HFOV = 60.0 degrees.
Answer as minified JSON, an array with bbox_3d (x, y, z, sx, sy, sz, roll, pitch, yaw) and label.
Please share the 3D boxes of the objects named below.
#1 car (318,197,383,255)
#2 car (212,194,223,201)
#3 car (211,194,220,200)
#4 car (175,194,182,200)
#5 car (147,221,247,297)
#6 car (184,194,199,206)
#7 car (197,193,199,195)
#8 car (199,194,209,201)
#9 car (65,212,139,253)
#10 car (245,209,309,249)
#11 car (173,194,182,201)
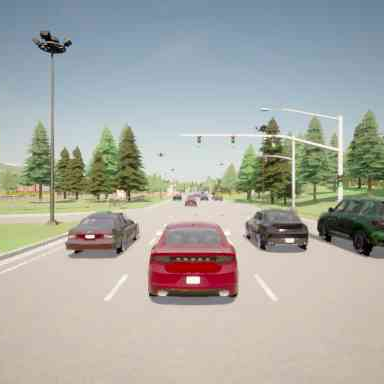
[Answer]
[{"bbox_3d":[7.051,1.222,13.473,2.150,2.045,5.566,0,0,0],"label":"car"},{"bbox_3d":[6.709,1.517,83.867,2.128,1.511,4.902,0,0,0],"label":"car"},{"bbox_3d":[6.673,1.372,94.287,2.033,1.411,5.357,0,0,0],"label":"car"},{"bbox_3d":[-3.827,1.310,94.250,1.882,1.535,5.008,0,0,0],"label":"car"},{"bbox_3d":[0.033,1.478,8.628,1.882,1.535,5.008,0,0,0],"label":"car"},{"bbox_3d":[-0.184,1.525,53.230,1.812,1.442,4.674,0,0,0],"label":"car"},{"bbox_3d":[3.173,1.357,94.275,2.128,1.511,4.902,0,0,0],"label":"car"},{"bbox_3d":[3.208,1.516,84.272,1.812,1.442,4.674,0,0,0],"label":"car"},{"bbox_3d":[-3.446,1.547,13.688,2.033,1.411,5.357,0,0,0],"label":"car"},{"bbox_3d":[3.552,1.505,14.542,1.837,1.490,4.892,0,0,0],"label":"car"},{"bbox_3d":[-3.791,1.469,83.831,1.882,1.535,5.008,0,0,0],"label":"car"}]
